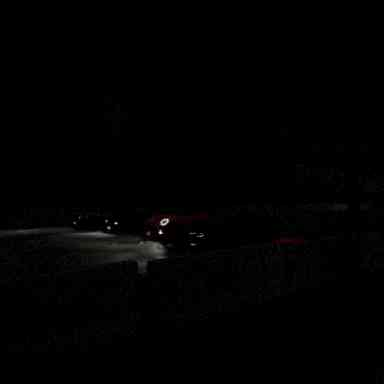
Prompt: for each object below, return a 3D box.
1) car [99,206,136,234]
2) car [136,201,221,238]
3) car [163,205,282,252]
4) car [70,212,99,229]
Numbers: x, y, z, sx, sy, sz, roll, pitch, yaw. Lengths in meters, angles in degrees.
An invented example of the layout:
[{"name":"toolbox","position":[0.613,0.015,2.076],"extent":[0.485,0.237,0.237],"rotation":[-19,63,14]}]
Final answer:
[{"name":"car","position":[-2.322,1.554,19.534],"extent":[5.357,1.411,2.033],"rotation":[0,0,-36]},{"name":"car","position":[-0.181,1.359,16.762],"extent":[4.553,1.767,2.097],"rotation":[0,0,-36]},{"name":"car","position":[1.547,1.484,13.696],"extent":[5.008,1.535,1.882],"rotation":[0,0,-36]},{"name":"car","position":[-5.367,1.604,21.661],"extent":[4.718,1.301,1.895],"rotation":[0,0,-36]}]
